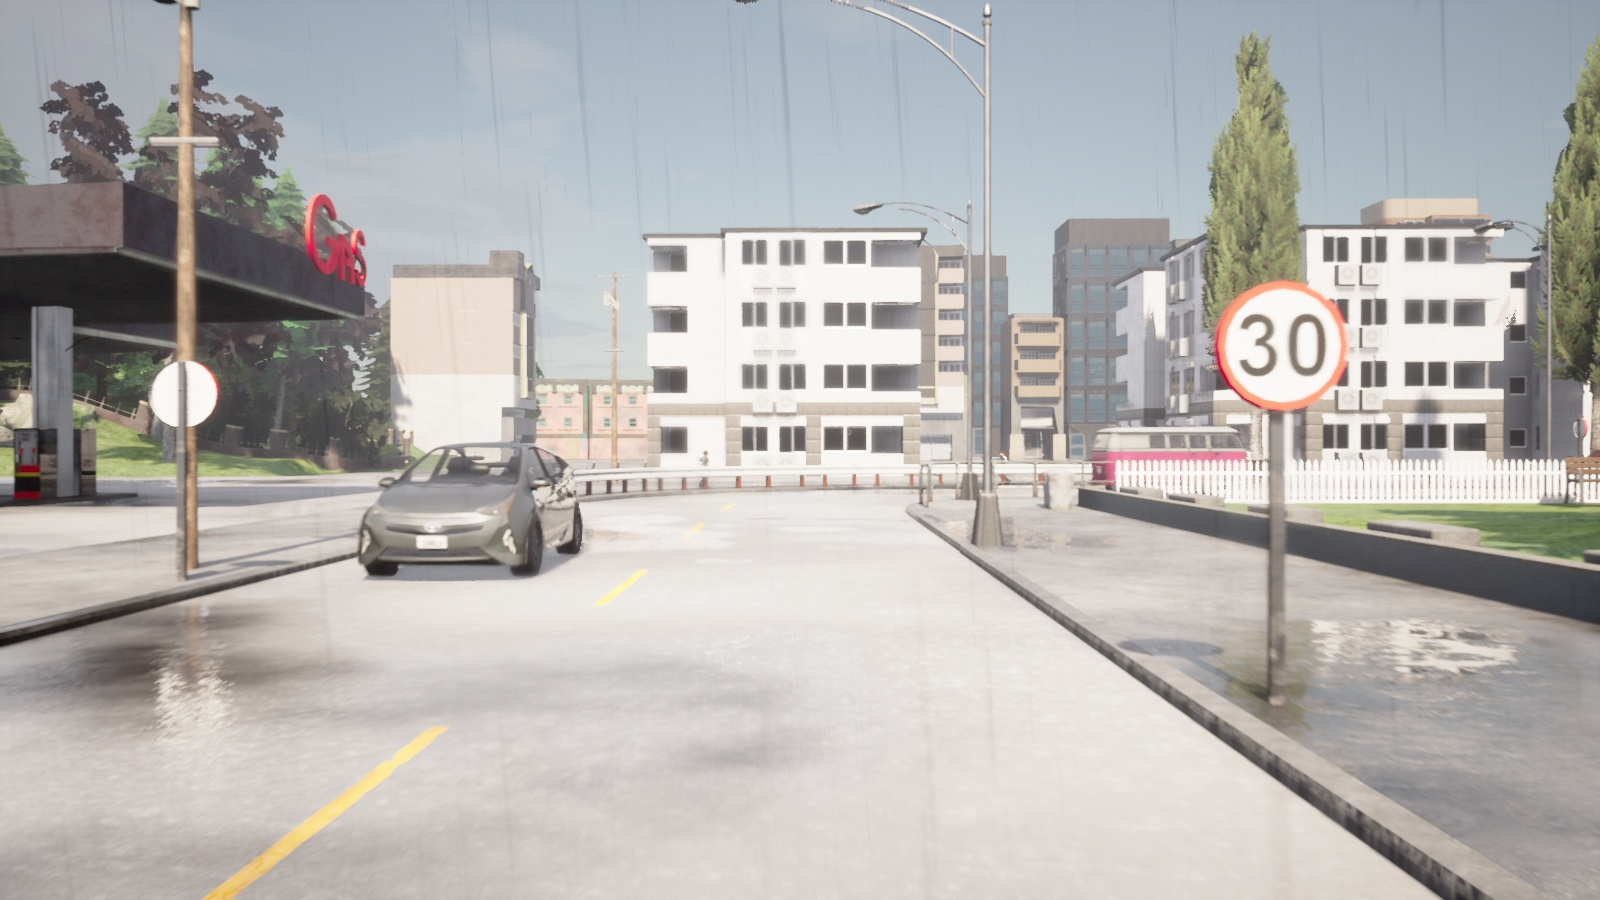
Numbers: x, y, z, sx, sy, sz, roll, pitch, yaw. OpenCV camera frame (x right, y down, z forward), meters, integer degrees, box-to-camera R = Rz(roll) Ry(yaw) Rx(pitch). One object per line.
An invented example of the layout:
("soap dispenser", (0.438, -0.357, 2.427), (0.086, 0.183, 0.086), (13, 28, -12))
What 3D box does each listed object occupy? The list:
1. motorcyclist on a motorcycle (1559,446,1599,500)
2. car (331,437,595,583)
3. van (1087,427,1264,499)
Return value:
("motorcyclist on a motorcycle", (22.837, 0.639, 35.548), (2.191, 1.530, 0.866), (0, 0, 0))
("car", (-3.899, 0.621, 15.401), (2.007, 1.525, 4.514), (0, 0, 0))
("van", (10.593, 0.347, 35.587), (4.442, 1.987, 1.775), (0, 0, -4))
